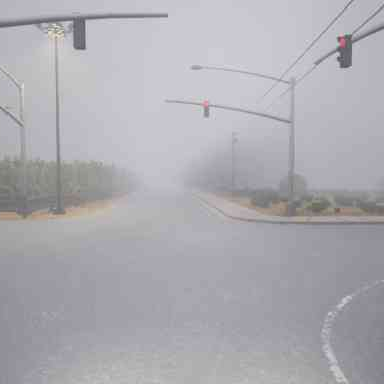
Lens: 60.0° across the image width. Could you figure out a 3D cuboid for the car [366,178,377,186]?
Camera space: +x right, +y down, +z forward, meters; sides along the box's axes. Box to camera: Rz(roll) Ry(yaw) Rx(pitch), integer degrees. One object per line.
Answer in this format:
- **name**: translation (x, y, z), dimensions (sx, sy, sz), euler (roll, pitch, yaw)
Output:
- **car**: translation (42.114, -2.294, 77.608), dimensions (1.905, 1.878, 3.866), euler (10, 10, 41)
